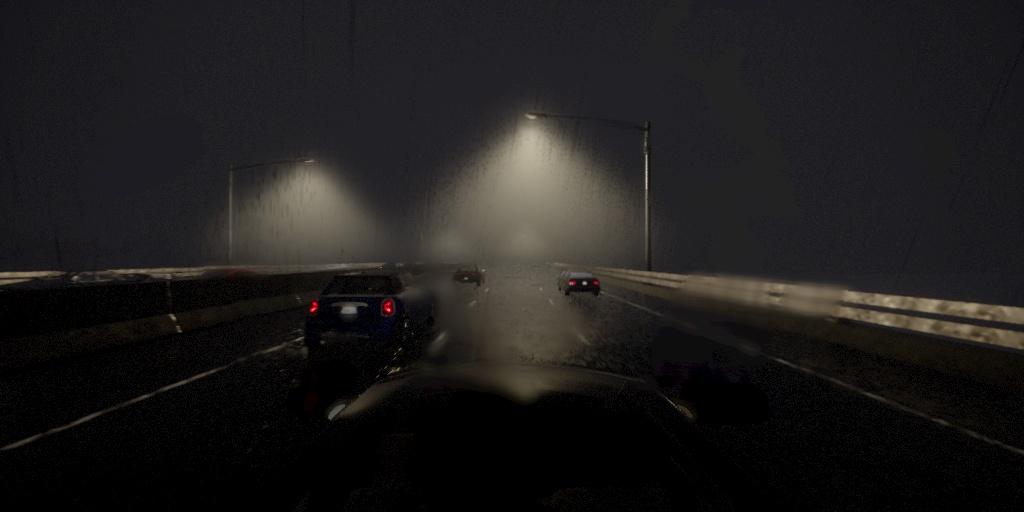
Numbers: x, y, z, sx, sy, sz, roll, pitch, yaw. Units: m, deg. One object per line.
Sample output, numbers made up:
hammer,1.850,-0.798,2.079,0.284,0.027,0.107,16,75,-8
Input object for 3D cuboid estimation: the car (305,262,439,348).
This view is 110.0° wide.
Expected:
car,-3.369,1.158,9.581,2.097,1.767,4.553,0,0,0

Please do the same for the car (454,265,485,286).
car,-3.165,1.438,27.495,1.882,1.535,5.008,0,-1,1

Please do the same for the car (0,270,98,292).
car,-21.006,1.381,17.396,2.033,1.411,5.357,0,-1,1

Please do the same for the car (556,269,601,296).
car,3.733,1.463,20.798,2.033,1.411,5.357,0,0,1

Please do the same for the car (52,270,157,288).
car,-17.510,1.437,16.830,1.895,1.301,4.718,0,0,1

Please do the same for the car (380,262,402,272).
car,-19.985,1.765,59.339,1.812,1.442,4.674,0,-1,3

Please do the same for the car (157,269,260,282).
car,-14.000,1.375,17.540,1.812,1.442,4.674,0,0,1
